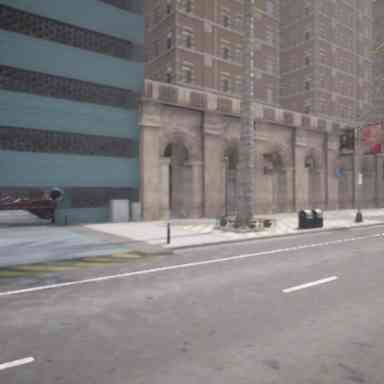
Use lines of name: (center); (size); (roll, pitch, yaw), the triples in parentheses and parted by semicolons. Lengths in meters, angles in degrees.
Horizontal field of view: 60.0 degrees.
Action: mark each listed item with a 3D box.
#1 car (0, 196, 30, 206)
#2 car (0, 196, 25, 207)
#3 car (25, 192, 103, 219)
car: (-27.930, 1.419, 51.407); (4.786, 1.482, 2.161); (0, 0, -36)
car: (-21.545, 1.467, 41.713); (4.718, 1.301, 1.895); (0, 0, -36)
car: (-10.145, 1.027, 27.121); (5.566, 2.045, 2.435); (0, 0, -36)
